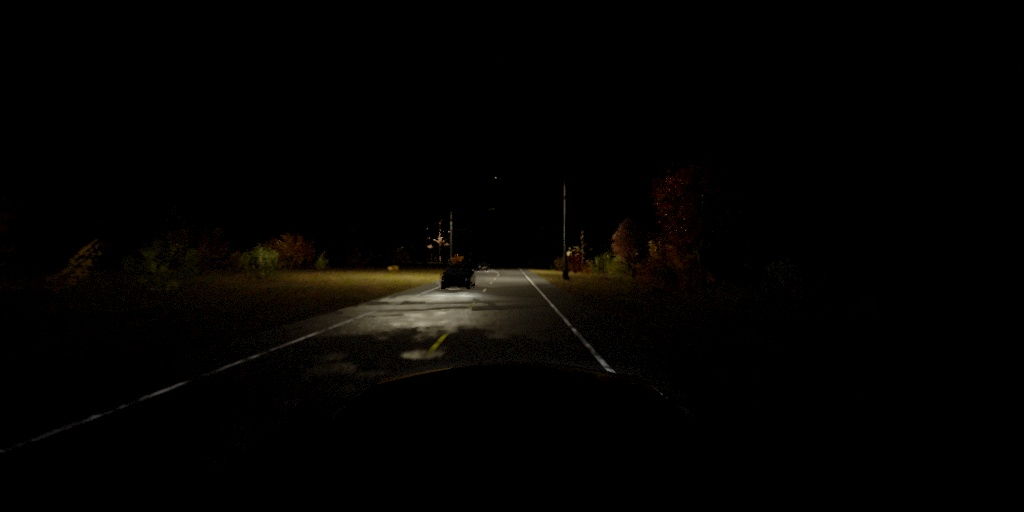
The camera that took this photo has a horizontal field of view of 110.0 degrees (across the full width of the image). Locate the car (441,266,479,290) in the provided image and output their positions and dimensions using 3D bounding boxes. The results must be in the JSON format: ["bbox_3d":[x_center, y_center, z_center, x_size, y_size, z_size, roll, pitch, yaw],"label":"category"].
[{"bbox_3d":[-3.608,1.461,24.707,1.882,1.535,5.008,0,-1,0],"label":"car"}]

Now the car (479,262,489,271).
[{"bbox_3d":[-5.132,1.915,64.780,1.837,1.490,4.892,0,-1,-7],"label":"car"}]
